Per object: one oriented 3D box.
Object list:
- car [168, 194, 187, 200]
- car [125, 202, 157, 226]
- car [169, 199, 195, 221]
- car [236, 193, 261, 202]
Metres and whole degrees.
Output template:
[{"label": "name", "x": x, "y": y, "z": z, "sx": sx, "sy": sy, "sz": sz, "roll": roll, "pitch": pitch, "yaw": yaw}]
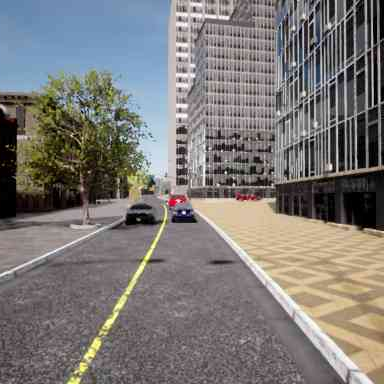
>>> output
[{"label": "car", "x": -1.798, "y": 1.229, "z": 41.481, "sx": 2.150, "sy": 2.045, "sz": 5.566, "roll": 0, "pitch": 0, "yaw": -5}, {"label": "car", "x": -3.513, "y": 1.482, "z": 23.536, "sx": 1.882, "sy": 1.535, "sz": 5.008, "roll": 0, "pitch": 0, "yaw": -3}, {"label": "car", "x": -0.748, "y": 1.555, "z": 26.954, "sx": 2.033, "sy": 1.411, "sz": 5.357, "roll": 0, "pitch": 0, "yaw": -3}, {"label": "car", "x": 11.590, "y": 1.212, "z": 68.747, "sx": 5.009, "sy": 1.841, "sz": 2.192, "roll": 0, "pitch": -1, "yaw": 13}]
